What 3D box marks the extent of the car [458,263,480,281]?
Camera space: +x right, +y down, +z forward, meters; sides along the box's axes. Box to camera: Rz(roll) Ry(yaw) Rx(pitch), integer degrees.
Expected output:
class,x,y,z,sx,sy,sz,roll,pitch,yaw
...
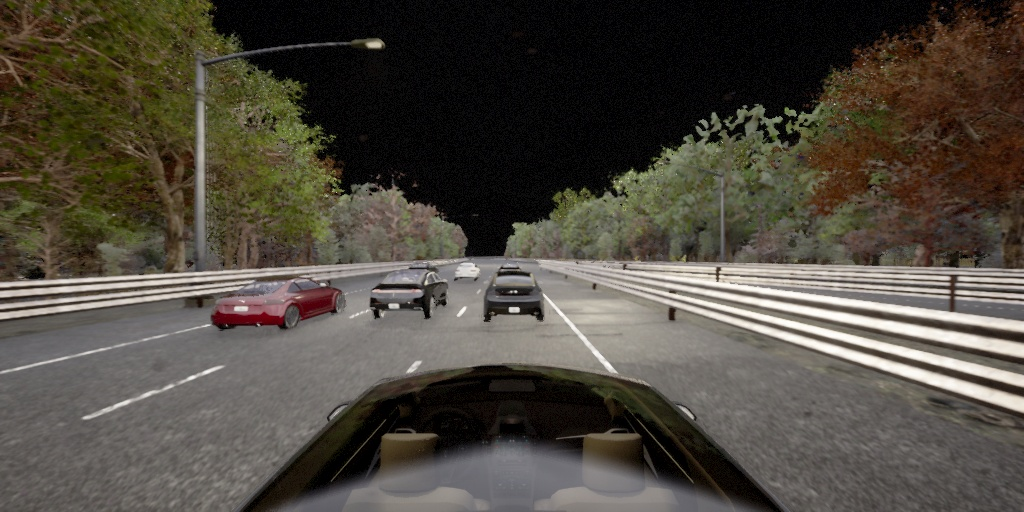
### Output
class,x,y,z,sx,sy,sz,roll,pitch,yaw
car,-3.699,1.300,30.241,1.812,1.442,4.674,0,0,-1

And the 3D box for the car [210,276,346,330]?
class,x,y,z,sx,sy,sz,roll,pitch,yaw
car,-6.946,1.321,11.185,1.994,1.385,4.181,0,0,0

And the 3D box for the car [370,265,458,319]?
class,x,y,z,sx,sy,sz,roll,pitch,yaw
car,-3.458,1.249,12.873,2.128,1.511,4.902,0,0,0

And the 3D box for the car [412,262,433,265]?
class,x,y,z,sx,sy,sz,roll,pitch,yaw
car,-7.179,1.265,29.185,2.128,1.511,4.902,0,0,-1

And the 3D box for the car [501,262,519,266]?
class,x,y,z,sx,sy,sz,roll,pitch,yaw
car,-0.176,1.263,29.108,2.128,1.511,4.902,0,0,-1

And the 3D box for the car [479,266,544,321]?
class,x,y,z,sx,sy,sz,roll,pitch,yaw
car,0.046,1.261,12.458,1.837,1.490,4.892,0,0,0
